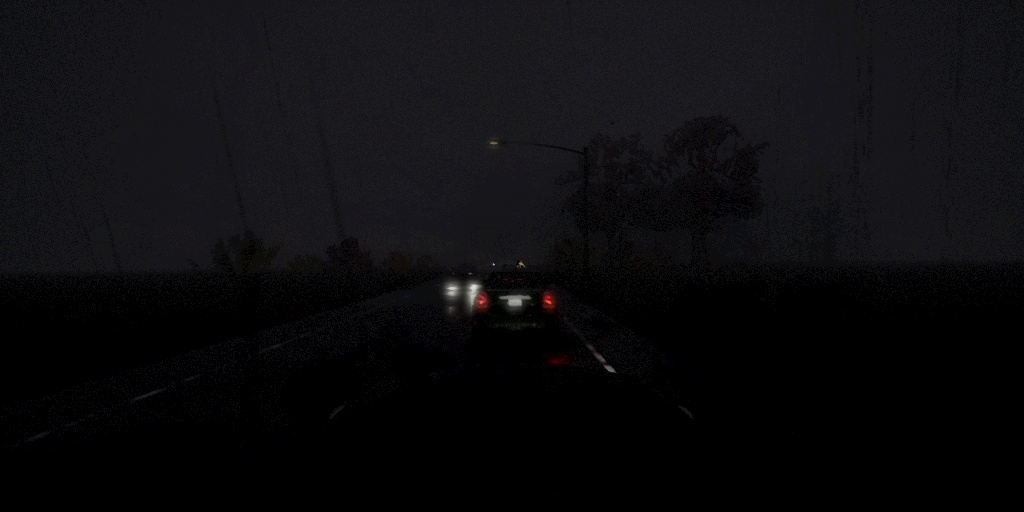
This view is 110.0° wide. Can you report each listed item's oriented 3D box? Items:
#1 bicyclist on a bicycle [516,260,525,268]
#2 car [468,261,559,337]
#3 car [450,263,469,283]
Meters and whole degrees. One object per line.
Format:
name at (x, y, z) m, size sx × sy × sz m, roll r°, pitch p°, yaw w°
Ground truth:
bicyclist on a bicycle at (0.849, 1.274, 34.318) m, size 0.866 × 1.612 × 1.509 m, roll 0°, pitch 0°, yaw 0°
car at (0.077, 1.125, 10.541) m, size 2.097 × 1.767 × 4.553 m, roll 0°, pitch 0°, yaw 0°
car at (-3.682, 1.299, 28.577) m, size 1.882 × 1.535 × 5.008 m, roll 0°, pitch 0°, yaw 0°
